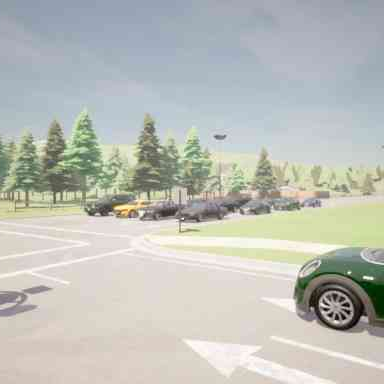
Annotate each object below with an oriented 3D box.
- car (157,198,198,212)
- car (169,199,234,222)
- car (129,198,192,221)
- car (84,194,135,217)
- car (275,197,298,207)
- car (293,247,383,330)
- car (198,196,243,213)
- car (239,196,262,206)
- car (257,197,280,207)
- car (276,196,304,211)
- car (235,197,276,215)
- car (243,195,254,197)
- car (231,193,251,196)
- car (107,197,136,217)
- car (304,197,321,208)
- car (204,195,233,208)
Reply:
[{"bbox_3d":[-1.687,1.547,40.564,2.033,1.411,5.357,0,0,36],"label":"car"},{"bbox_3d":[0.906,1.547,26.346,2.033,1.411,5.357,0,0,36],"label":"car"},{"bbox_3d":[-2.482,1.491,27.645,2.128,1.511,4.902,0,0,36],"label":"car"},{"bbox_3d":[-7.705,1.221,32.357,2.150,2.045,5.566,0,0,36],"label":"car"},{"bbox_3d":[14.549,1.526,50.824,1.812,1.442,4.674,0,0,37],"label":"car"},{"bbox_3d":[4.059,1.352,5.394,4.553,1.767,2.097,0,0,35],"label":"car"},{"bbox_3d":[3.077,1.478,35.226,1.882,1.535,5.008,0,0,36],"label":"car"},{"bbox_3d":[9.986,1.478,56.417,1.882,1.535,5.008,0,0,37],"label":"car"},{"bbox_3d":[12.398,1.564,53.796,1.994,1.385,4.181,0,0,37],"label":"car"},{"bbox_3d":[11.812,1.352,41.210,2.097,1.767,4.553,0,0,36],"label":"car"},{"bbox_3d":[6.585,1.526,34.072,1.812,1.442,4.674,0,0,36],"label":"car"},{"bbox_3d":[8.657,1.491,42.830,2.128,1.511,4.902,0,0,36],"label":"car"},{"bbox_3d":[6.426,1.221,45.706,2.150,2.045,5.566,0,0,36],"label":"car"},{"bbox_3d":[-4.872,1.478,30.303,1.882,1.535,5.008,0,0,36],"label":"car"},{"bbox_3d":[17.724,1.526,49.228,1.812,1.442,4.674,0,0,37],"label":"car"},{"bbox_3d":[3.948,1.352,48.240,2.097,1.767,4.553,0,0,36],"label":"car"}]
